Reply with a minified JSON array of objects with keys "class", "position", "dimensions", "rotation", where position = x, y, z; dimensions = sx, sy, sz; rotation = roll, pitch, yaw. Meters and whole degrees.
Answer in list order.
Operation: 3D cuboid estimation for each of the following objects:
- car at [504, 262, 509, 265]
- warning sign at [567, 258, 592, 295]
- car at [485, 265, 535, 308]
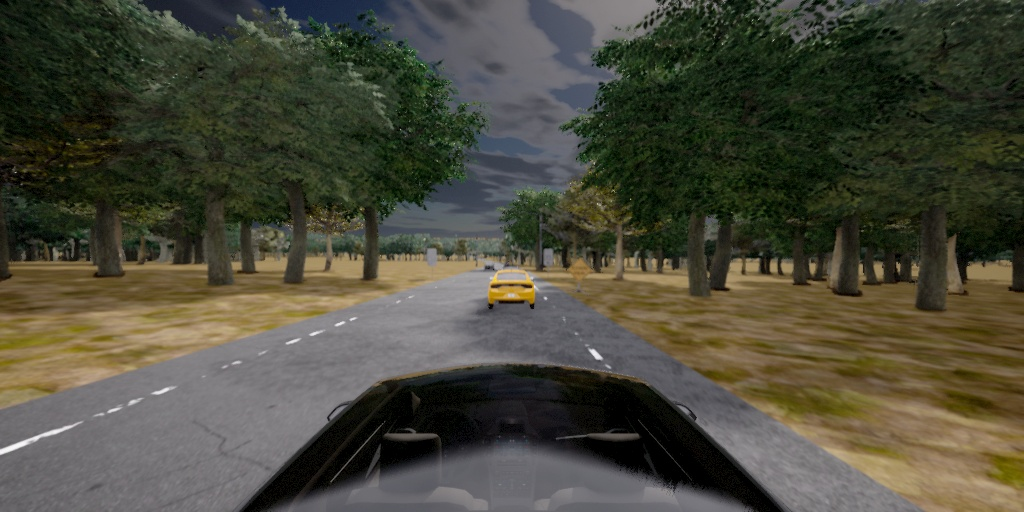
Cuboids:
[{"class":"car","position":[-0.131,1.527,30.408],"dimensions":[1.837,1.490,4.892],"rotation":[0,0,0]},{"class":"warning sign","position":[3.496,1.022,18.885],"dimensions":[1.300,1.860,1.060],"rotation":[0,0,0]},{"class":"car","position":[-0.016,1.359,16.105],"dimensions":[1.882,1.535,5.008],"rotation":[0,0,0]}]
